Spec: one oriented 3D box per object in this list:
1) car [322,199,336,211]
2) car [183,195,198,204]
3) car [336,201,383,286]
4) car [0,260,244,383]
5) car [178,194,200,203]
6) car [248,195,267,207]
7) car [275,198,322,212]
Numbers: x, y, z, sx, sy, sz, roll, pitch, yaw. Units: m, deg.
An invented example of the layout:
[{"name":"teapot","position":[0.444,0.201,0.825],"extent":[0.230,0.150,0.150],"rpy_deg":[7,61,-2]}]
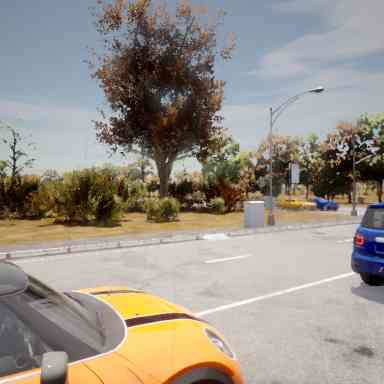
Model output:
[{"name":"car","position":[15.624,1.477,41.075],"extent":[1.882,1.535,5.008],"rpy_deg":[0,0,-32]},{"name":"car","position":[0.051,1.539,58.766],"extent":[1.895,1.301,4.718],"rpy_deg":[0,0,-34]},{"name":"car","position":[6.170,1.221,8.152],"extent":[5.566,2.045,2.150],"rpy_deg":[0,0,-35]},{"name":"car","position":[-1.735,1.352,2.508],"extent":[4.553,1.767,2.097],"rpy_deg":[0,0,-35]},{"name":"car","position":[-0.572,1.252,65.902],"extent":[2.097,1.767,4.553],"rpy_deg":[0,0,-35]},{"name":"car","position":[10.402,1.340,49.298],"extent":[2.097,1.767,4.553],"rpy_deg":[0,0,-33]},{"name":"car","position":[12.429,1.477,39.583],"extent":[1.882,1.535,5.008],"rpy_deg":[0,0,-32]}]
